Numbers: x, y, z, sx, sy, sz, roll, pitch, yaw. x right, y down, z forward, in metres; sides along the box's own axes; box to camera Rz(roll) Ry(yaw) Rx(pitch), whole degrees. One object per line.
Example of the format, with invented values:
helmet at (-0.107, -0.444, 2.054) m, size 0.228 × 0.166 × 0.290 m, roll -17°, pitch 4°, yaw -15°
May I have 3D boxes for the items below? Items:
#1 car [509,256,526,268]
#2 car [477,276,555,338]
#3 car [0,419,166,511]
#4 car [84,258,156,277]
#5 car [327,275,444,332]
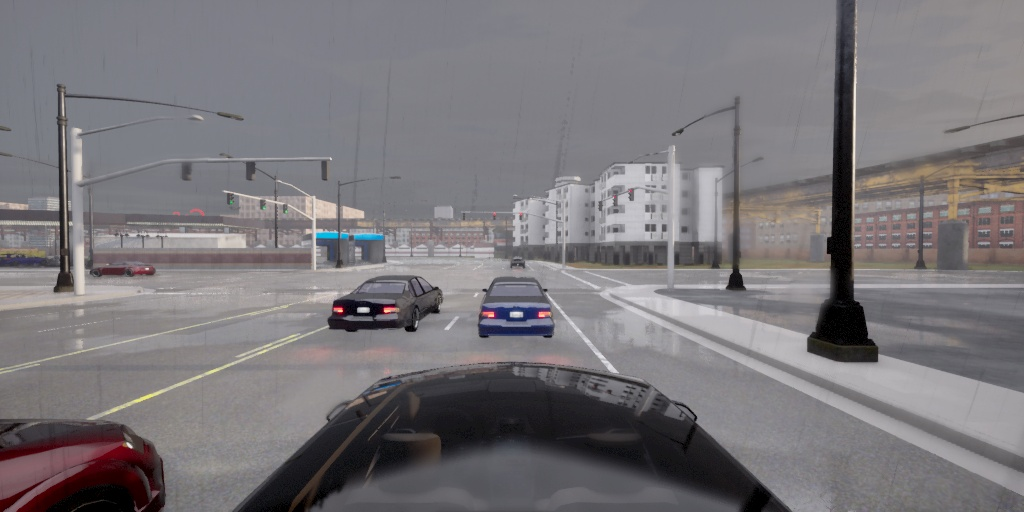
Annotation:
car at (0.717, 0.772, 46.099) m, size 1.837 × 1.490 × 4.892 m, roll 0°, pitch 1°, yaw 0°
car at (0.092, 1.279, 10.120) m, size 2.033 × 1.411 × 5.357 m, roll 0°, pitch 0°, yaw 0°
car at (-3.395, 1.314, 0.727) m, size 1.994 × 1.385 × 4.181 m, roll 0°, pitch 0°, yaw 0°
car at (-33.579, 1.084, 30.980) m, size 4.181 × 1.385 × 1.994 m, roll 0°, pitch 1°, yaw -1°
car at (-3.404, 1.274, 10.724) m, size 2.033 × 1.411 × 5.357 m, roll 0°, pitch 0°, yaw 0°
